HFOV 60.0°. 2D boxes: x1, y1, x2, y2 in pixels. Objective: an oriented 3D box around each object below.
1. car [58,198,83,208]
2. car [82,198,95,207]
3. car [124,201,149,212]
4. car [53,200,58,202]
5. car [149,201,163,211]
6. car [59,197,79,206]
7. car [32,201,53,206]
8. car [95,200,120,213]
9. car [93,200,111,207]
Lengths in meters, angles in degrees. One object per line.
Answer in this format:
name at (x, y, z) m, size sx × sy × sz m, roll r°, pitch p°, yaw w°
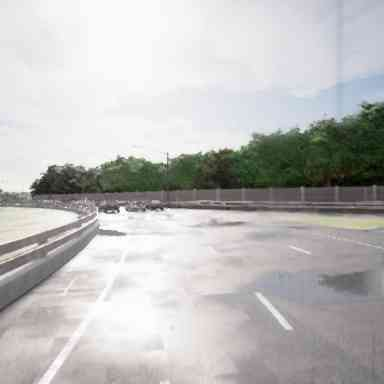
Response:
car at (-23.800, 2.470, 65.231) m, size 2.033 × 1.411 × 5.357 m, roll 0°, pitch -1°, yaw -40°
car at (-21.936, 2.163, 68.266) m, size 2.150 × 2.045 × 5.566 m, roll 0°, pitch -1°, yaw -43°
car at (-8.288, 2.193, 48.003) m, size 1.895 × 1.301 × 4.718 m, roll 0°, pitch -1°, yaw -28°
car at (-32.796, 2.710, 79.220) m, size 4.181 × 1.385 × 1.994 m, roll -1°, pitch -1°, yaw 41°
car at (-6.053, 2.112, 51.234) m, size 1.837 × 1.490 × 4.892 m, roll 0°, pitch 0°, yaw -29°
car at (-30.344, 2.386, 81.718) m, size 5.566 × 2.045 × 2.150 m, roll -1°, pitch -1°, yaw 41°
car at (-34.651, 2.683, 76.199) m, size 5.357 × 1.411 × 2.033 m, roll -1°, pitch -1°, yaw 41°
car at (-11.836, 1.968, 47.220) m, size 2.097 × 1.767 × 4.553 m, roll 0°, pitch -1°, yaw -28°
car at (-19.164, 2.486, 70.407) m, size 1.994 × 1.385 × 4.181 m, roll 0°, pitch -1°, yaw -43°
